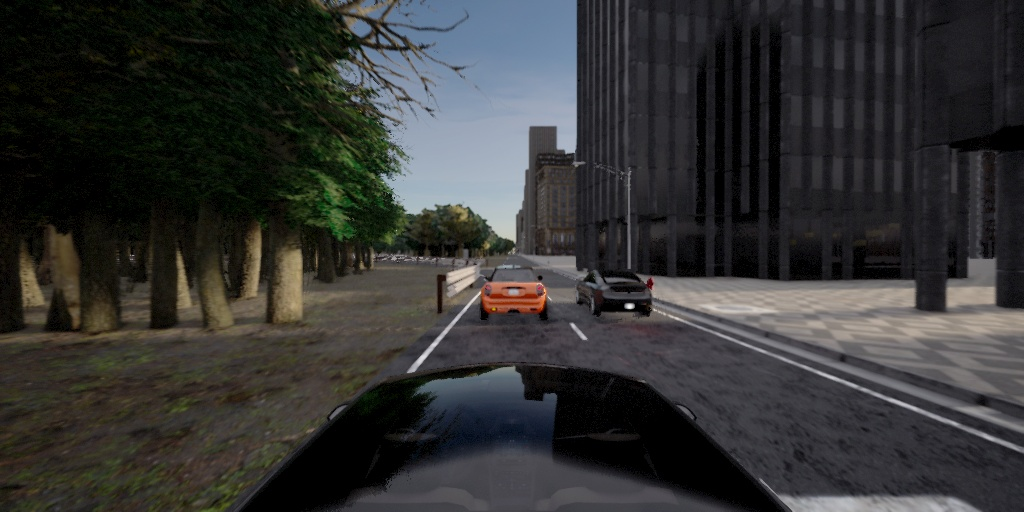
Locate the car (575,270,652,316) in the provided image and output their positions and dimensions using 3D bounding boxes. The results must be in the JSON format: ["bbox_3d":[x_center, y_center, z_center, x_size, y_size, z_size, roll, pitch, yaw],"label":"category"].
[{"bbox_3d":[3.567,1.250,13.245,1.837,1.490,4.892,0,0,0],"label":"car"}]

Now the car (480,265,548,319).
[{"bbox_3d":[0.071,1.095,12.830,2.097,1.767,4.553,0,0,0],"label":"car"}]
